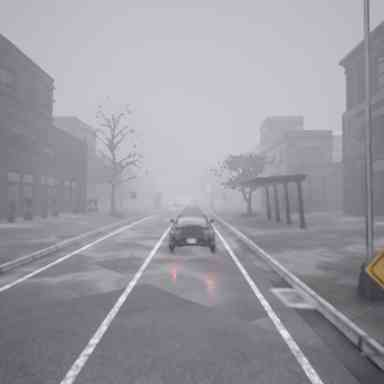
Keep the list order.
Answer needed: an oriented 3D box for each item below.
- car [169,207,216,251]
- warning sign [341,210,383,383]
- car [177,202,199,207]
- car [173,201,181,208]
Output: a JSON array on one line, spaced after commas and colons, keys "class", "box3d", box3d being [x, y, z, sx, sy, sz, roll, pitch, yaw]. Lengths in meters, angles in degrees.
[{"class": "car", "box3d": [0.006, 1.612, 14.376, 1.812, 1.442, 4.674, 0, 0, 0]}, {"class": "warning sign", "box3d": [2.633, 1.152, 3.819, 1.300, 1.860, 1.060, -1, -2, 0]}, {"class": "car", "box3d": [0.009, 1.877, 29.370, 1.994, 1.385, 4.181, 0, -1, 0]}, {"class": "car", "box3d": [-2.988, 2.592, 70.993, 1.812, 1.442, 4.674, 0, -1, 0]}]
